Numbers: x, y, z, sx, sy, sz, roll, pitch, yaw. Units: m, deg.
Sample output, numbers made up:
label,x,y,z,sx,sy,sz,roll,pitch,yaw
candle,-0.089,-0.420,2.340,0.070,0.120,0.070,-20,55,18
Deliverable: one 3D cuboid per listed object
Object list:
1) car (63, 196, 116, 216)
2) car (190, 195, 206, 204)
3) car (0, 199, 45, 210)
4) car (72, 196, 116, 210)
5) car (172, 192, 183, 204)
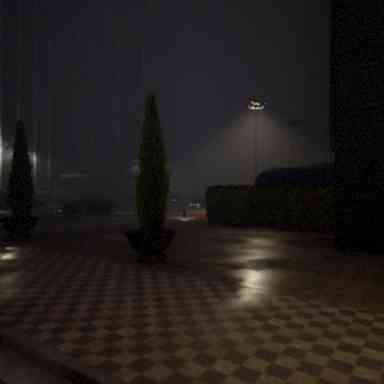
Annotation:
label,x,y,z,sx,sy,sz,roll,pitch,yaw
car,-9.004,1.278,29.696,1.882,1.535,5.008,1,0,35
car,1.565,1.250,57.274,1.837,1.490,4.892,1,0,35
car,-17.995,1.278,35.445,1.994,1.385,4.181,1,0,35
car,-11.338,1.246,38.884,1.837,1.490,4.892,1,0,35
car,-3.833,0.936,55.706,2.150,2.045,5.566,1,0,35
